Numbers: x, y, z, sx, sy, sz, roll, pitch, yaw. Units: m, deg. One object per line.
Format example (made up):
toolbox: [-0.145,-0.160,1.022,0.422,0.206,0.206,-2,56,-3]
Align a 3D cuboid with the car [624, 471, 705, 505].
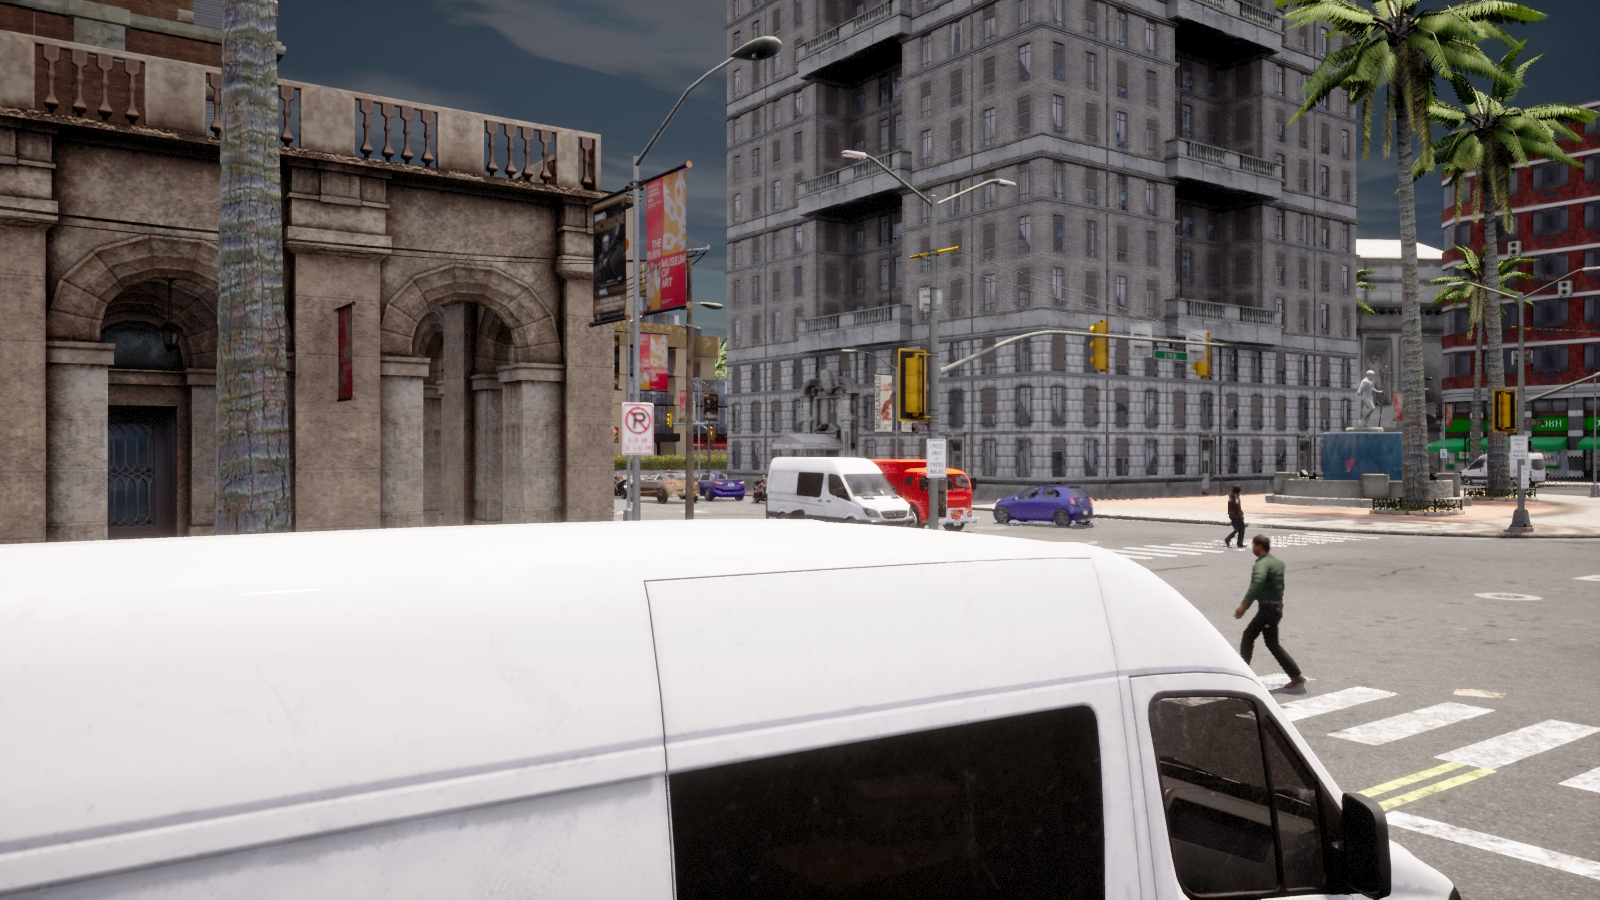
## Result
car: [-7.297,1.980,61.103,2.152,1.651,5.027,0,0,-36]

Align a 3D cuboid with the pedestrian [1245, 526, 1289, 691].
pedestrian: [5.491,1.844,13.433,0.375,1.860,0.375,0,0,42]

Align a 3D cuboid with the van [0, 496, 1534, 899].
van: [0.019,1.533,3.806,5.915,2.561,1.988,0,0,-35]

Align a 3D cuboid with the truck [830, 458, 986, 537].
truck: [3.647,1.555,39.545,2.627,2.467,5.204,0,0,-35]

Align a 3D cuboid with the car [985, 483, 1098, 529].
car: [8.899,2.025,42.186,3.633,1.501,1.845,0,0,43]

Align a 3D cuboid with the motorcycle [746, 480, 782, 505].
motorcycle: [-1.860,2.192,59.247,0.867,1.251,2.209,0,0,-33]

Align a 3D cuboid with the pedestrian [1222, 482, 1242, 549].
pedestrian: [12.207,1.837,32.272,0.375,1.860,0.375,0,0,-12]

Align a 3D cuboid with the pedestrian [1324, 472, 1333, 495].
pedestrian: [30.794,1.952,66.578,0.375,1.300,0.375,0,0,44]

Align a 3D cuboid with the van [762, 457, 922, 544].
van: [1.239,1.526,36.901,1.988,2.561,5.915,0,0,-35]

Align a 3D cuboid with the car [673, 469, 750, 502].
car: [-4.974,1.955,63.788,2.242,1.667,4.611,0,0,-35]
